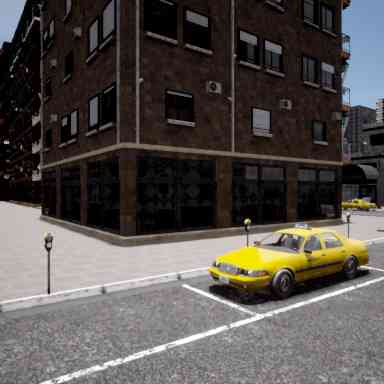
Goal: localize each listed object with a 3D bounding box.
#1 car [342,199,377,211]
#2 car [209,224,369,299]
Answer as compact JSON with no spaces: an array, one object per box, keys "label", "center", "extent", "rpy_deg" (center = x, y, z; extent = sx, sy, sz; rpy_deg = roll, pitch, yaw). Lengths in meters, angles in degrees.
[{"label":"car","center":[19.289,1.469,39.688],"extent":[1.752,1.417,4.829],"rpy_deg":[0,0,-35]},{"label":"car","center":[2.638,1.525,8.454],"extent":[4.829,1.417,1.752],"rpy_deg":[0,0,-36]}]
